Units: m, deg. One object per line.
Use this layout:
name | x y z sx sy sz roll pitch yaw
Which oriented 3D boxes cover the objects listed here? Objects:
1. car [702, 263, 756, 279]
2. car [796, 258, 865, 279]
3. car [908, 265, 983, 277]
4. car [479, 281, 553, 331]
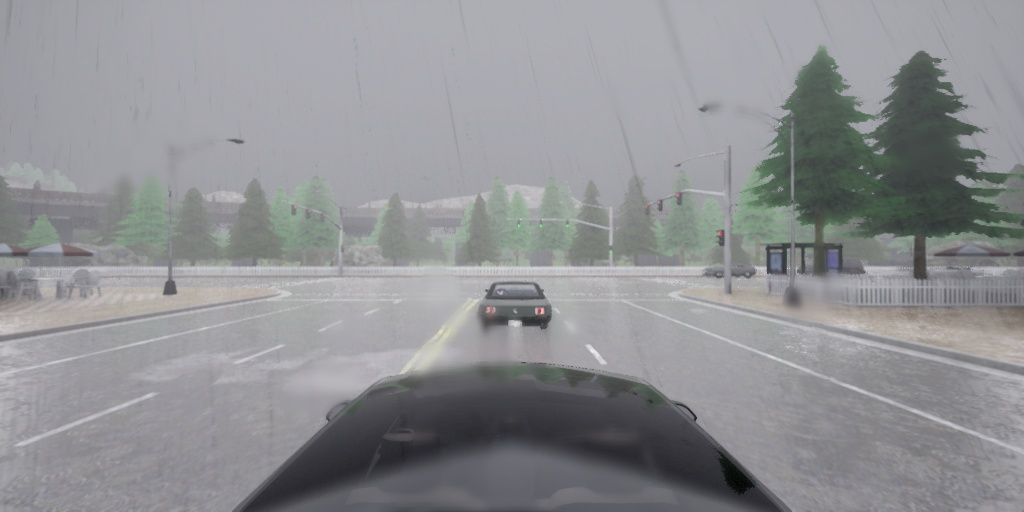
car | 21.587 1.455 35.743 4.902 1.511 2.128 0 0 0
car | 31.621 1.183 35.654 5.566 2.045 2.150 0 0 1
car | 41.904 1.554 34.784 4.718 1.301 1.895 0 0 11
car | 0.088 1.427 11.224 1.895 1.301 4.718 0 0 0
